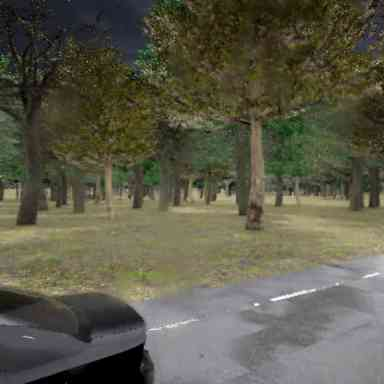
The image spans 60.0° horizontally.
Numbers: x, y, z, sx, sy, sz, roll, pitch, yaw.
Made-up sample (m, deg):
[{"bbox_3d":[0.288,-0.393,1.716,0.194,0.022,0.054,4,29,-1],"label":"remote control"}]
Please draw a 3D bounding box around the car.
[{"bbox_3d":[-2.665,1.478,2.088,5.008,1.535,1.882,1,-1,-35],"label":"car"}]
